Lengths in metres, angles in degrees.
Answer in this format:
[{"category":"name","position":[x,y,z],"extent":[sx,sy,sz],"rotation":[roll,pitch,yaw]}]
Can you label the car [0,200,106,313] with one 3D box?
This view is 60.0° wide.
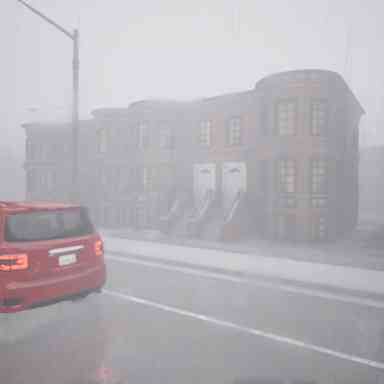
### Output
[{"category":"car","position":[-4.214,1.186,6.999],"extent":[5.566,2.045,2.150],"rotation":[0,0,36]}]
